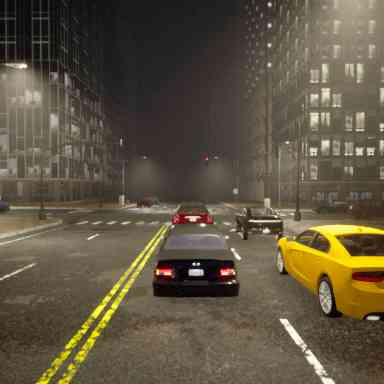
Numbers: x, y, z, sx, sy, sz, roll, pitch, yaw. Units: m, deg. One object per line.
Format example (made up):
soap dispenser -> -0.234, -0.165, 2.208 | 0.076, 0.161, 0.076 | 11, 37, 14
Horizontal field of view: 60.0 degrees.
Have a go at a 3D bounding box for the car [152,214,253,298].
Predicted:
car -> 0.067, 1.543, 8.704 | 2.033, 1.411, 5.357 | 0, 0, 0

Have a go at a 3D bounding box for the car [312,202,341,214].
car -> 14.985, 1.702, 34.437 | 4.718, 1.301, 1.895 | 1, 1, 1

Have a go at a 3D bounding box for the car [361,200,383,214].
car -> 21.671, 1.643, 36.943 | 4.829, 1.417, 1.752 | 1, 0, 1

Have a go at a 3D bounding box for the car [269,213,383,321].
car -> 3.323, 1.474, 7.432 | 1.882, 1.535, 5.008 | 0, 0, 0

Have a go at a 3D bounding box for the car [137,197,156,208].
car -> -6.781, 1.567, 48.364 | 1.895, 1.301, 4.718 | 0, 0, 0

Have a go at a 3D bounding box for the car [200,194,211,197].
car -> 3.093, 1.446, 68.113 | 1.837, 1.490, 4.892 | 0, 0, 0

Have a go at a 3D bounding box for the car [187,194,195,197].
car -> -0.300, 1.470, 79.746 | 1.994, 1.385, 4.181 | 0, 0, 0

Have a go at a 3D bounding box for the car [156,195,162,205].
car -> -6.791, 1.556, 57.536 | 1.895, 1.301, 4.718 | 0, 0, 0

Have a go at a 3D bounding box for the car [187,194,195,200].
car -> -0.339, 1.295, 89.781 | 1.994, 1.385, 4.181 | 0, 0, 0

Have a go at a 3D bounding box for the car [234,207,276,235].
car -> 3.278, 1.482, 16.848 | 2.128, 1.511, 4.902 | 0, 0, 1

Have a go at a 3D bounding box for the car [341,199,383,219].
car -> 16.094, 1.519, 28.636 | 5.009, 1.841, 2.192 | 1, 0, 1

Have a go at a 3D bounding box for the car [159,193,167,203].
car -> -6.773, 1.507, 67.541 | 1.994, 1.385, 4.181 | 0, 0, 0

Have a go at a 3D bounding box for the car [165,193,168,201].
car -> -6.796, 1.153, 78.291 | 2.150, 2.045, 5.566 | 0, 0, 0

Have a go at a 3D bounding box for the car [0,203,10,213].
car -> -20.033, 1.317, 31.683 | 5.008, 1.535, 1.882 | 1, 1, 1

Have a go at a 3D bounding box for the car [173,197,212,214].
car -> 0.034, 1.342, 18.019 | 2.097, 1.767, 4.553 | 0, 0, 0
